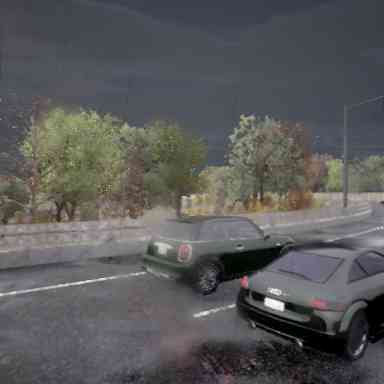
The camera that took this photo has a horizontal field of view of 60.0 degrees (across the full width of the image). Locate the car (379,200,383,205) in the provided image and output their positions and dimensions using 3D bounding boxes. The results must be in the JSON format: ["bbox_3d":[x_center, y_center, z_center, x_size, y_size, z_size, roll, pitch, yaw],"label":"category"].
[{"bbox_3d":[46.751,2.582,79.782,1.994,1.385,4.181,0,0,5],"label":"car"}]

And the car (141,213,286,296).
[{"bbox_3d":[0.966,1.427,9.146,4.553,1.767,2.097,1,-1,-39],"label":"car"}]

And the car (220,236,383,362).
[{"bbox_3d":[2.765,1.634,6.111,4.181,1.385,1.994,1,-1,-39],"label":"car"}]
